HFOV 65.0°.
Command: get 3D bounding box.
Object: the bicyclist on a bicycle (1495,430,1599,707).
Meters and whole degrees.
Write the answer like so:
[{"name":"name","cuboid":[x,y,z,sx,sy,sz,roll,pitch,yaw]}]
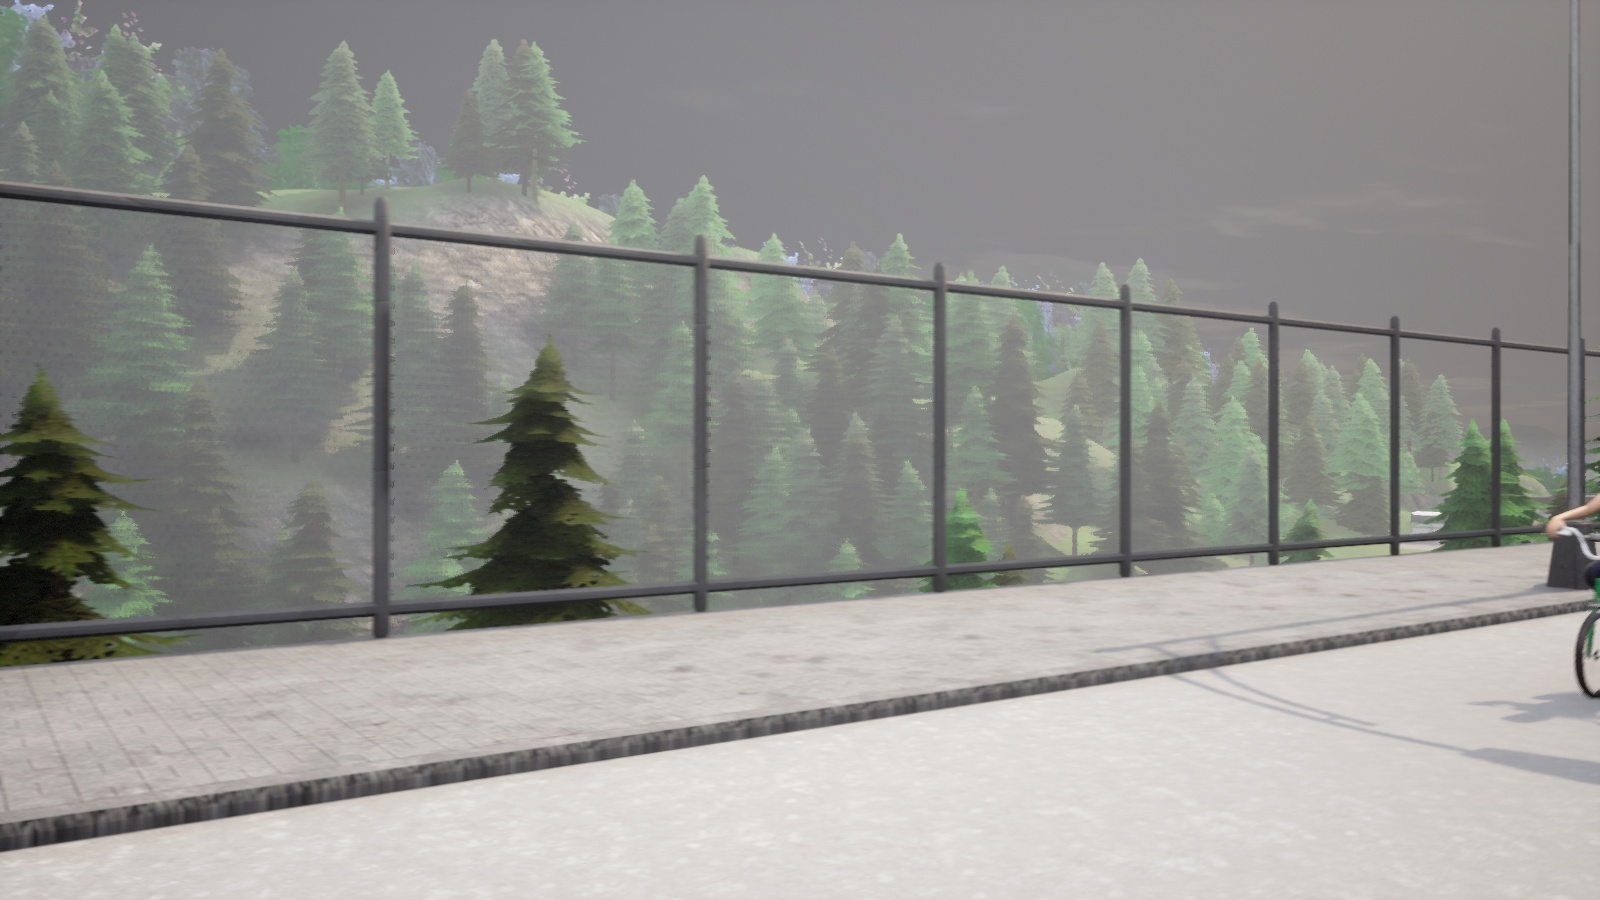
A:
[{"name":"bicyclist on a bicycle","cuboid":[5.191,0.690,7.875,1.509,1.612,0.866,0,0,-35]}]
